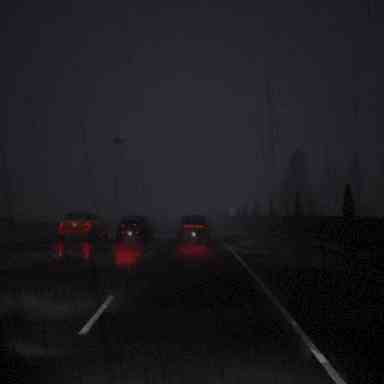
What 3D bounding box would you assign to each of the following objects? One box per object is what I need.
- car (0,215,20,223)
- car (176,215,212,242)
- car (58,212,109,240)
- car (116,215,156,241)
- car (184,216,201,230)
[{"bbox_3d":[-14.014,2.400,23.661,2.128,1.511,4.902,0,-4,0],"label":"car"},{"bbox_3d":[0.098,2.129,19.771,1.837,1.490,4.892,0,-4,0],"label":"car"},{"bbox_3d":[-6.902,2.110,21.643,2.097,1.767,4.553,0,-4,0],"label":"car"},{"bbox_3d":[-3.402,2.196,20.710,1.837,1.490,4.892,0,-4,0],"label":"car"},{"bbox_3d":[0.097,3.483,38.164,1.812,1.442,4.674,0,-4,0],"label":"car"}]
